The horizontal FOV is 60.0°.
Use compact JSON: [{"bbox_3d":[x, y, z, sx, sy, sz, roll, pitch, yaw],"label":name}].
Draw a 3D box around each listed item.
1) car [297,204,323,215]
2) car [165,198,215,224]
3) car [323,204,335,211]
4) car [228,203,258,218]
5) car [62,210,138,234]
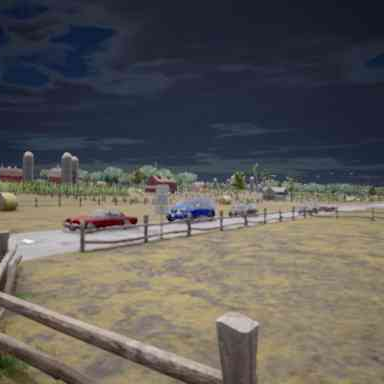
[{"bbox_3d":[16.604,2.435,47.513,2.033,1.411,5.357,2,0,36],"label":"car"},{"bbox_3d":[0.002,1.595,29.226,2.150,2.045,5.566,2,0,34],"label":"car"},{"bbox_3d":[22.724,2.682,56.085,1.895,1.301,4.718,2,0,36],"label":"car"},{"bbox_3d":[5.790,2.048,37.368,1.837,1.490,4.892,2,0,36],"label":"car"},{"bbox_3d":[-5.751,1.811,21.195,1.895,1.301,4.718,2,0,35],"label":"car"}]
